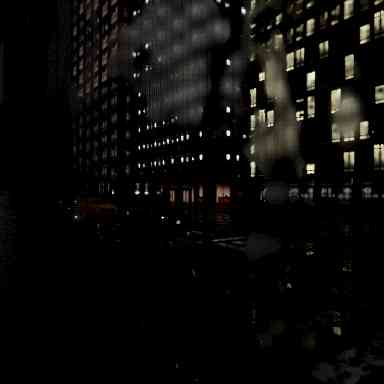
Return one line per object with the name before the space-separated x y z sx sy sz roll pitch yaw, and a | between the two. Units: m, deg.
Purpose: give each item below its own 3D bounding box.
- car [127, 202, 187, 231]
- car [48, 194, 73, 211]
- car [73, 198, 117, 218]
car | -2.193 1.344 19.795 2.128 1.511 4.902 0 0 -37
car | -13.711 1.045 35.292 2.097 1.767 4.553 0 0 -37
car | -7.824 1.254 27.364 1.882 1.535 5.008 0 0 -37
